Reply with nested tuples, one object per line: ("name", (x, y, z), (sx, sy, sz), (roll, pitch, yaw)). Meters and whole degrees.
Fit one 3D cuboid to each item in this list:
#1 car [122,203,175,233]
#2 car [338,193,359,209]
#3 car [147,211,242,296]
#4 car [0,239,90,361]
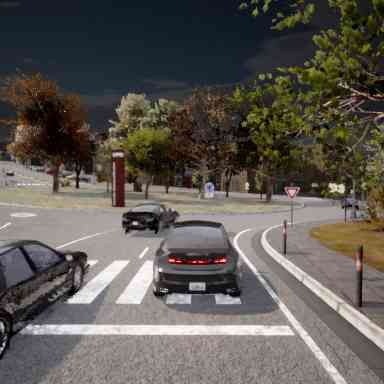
("car", (-2.152, 1.355, 18.624), (1.882, 1.535, 5.008), (0, 1, 14))
("car", (19.089, 1.248, 40.459), (2.033, 1.411, 5.357), (1, 2, 22))
("car", (0.117, 1.475, 8.528), (1.837, 1.490, 4.892), (0, 0, 0))
("car", (-3.391, 1.534, 5.630), (2.033, 1.411, 5.357), (0, 0, 0))
